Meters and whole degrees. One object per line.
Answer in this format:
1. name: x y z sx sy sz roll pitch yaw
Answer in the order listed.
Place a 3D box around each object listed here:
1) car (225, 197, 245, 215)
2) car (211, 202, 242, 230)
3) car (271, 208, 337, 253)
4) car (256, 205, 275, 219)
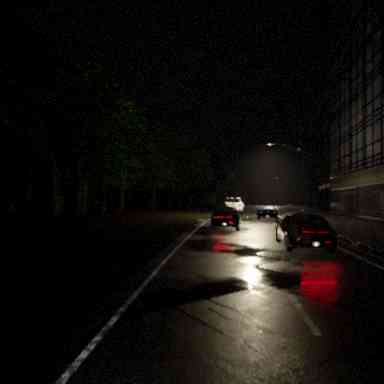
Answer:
1. car: 5.194 1.675 40.785 2.150 2.045 5.566 0 -1 11
2. car: 2.340 1.738 22.936 1.837 1.490 4.892 1 0 8
3. car: 4.875 1.695 14.739 1.837 1.490 4.892 0 0 6
4. car: 7.430 1.985 33.204 1.895 1.301 4.718 0 -1 9
